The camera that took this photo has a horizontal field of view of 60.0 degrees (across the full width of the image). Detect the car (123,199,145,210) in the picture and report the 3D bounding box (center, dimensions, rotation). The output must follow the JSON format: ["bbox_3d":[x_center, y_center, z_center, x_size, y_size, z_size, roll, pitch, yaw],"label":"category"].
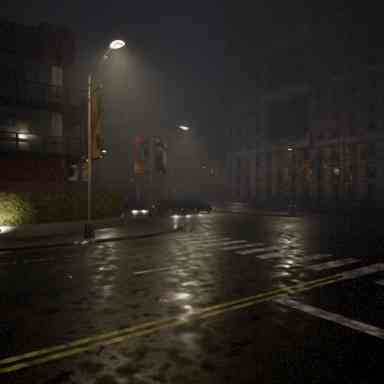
[{"bbox_3d":[-7.570,1.564,42.251,1.994,1.385,4.181,0,0,-35],"label":"car"}]

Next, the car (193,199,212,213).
[{"bbox_3d":[0.228,1.478,37.165,1.882,1.535,5.008,0,0,-35],"label":"car"}]

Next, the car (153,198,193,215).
[{"bbox_3d":[-2.295,1.505,34.663,1.837,1.490,4.892,0,0,-35],"label":"car"}]
